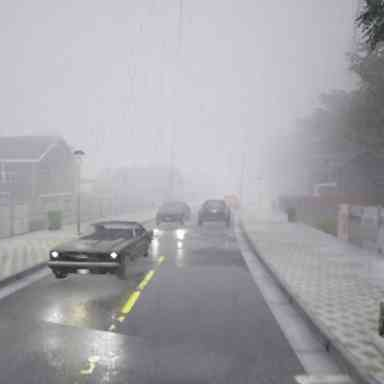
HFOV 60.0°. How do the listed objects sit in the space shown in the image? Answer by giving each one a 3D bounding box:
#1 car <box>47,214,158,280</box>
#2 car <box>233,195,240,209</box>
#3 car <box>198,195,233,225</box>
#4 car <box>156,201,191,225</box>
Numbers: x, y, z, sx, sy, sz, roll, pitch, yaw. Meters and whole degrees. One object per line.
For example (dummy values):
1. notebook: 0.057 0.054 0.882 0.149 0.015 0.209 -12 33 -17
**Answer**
1. car: -2.450 1.578 10.092 1.895 1.301 4.718 0 0 4
2. car: 4.978 1.205 42.258 2.097 1.767 4.553 1 0 12
3. car: 1.686 1.301 23.622 2.097 1.767 4.553 0 0 7
4. car: -1.231 1.407 23.729 1.882 1.535 5.008 0 1 7
